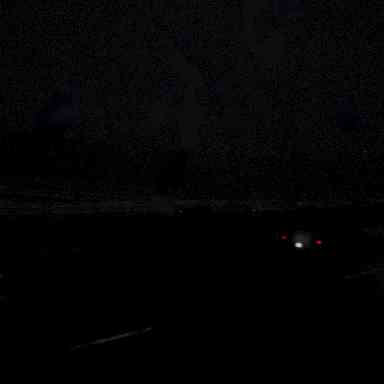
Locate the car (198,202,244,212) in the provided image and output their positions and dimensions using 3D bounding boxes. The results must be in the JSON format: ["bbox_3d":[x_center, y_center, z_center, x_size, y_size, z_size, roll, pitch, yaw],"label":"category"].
[{"bbox_3d":[3.226,1.657,27.782,4.892,1.490,1.837,1,0,-35],"label":"car"}]

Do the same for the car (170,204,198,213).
[{"bbox_3d":[0.336,1.745,30.021,4.718,1.301,1.895,1,0,-35],"label":"car"}]

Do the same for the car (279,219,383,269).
[{"bbox_3d":[4.983,1.652,11.597,4.181,1.385,1.994,1,0,-35],"label":"car"}]

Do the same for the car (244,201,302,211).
[{"bbox_3d":[6.606,1.517,25.893,4.553,1.767,2.097,1,0,-35],"label":"car"}]
